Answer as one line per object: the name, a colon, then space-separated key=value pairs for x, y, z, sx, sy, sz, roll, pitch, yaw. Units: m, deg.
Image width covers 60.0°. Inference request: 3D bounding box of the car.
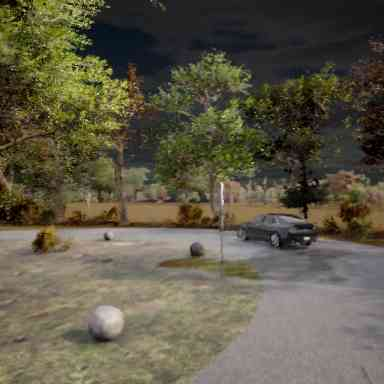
car: x=4.049 y=1.831 z=16.596 sx=1.837 sy=1.490 sz=4.892 roll=1 pitch=-2 yaw=-22
